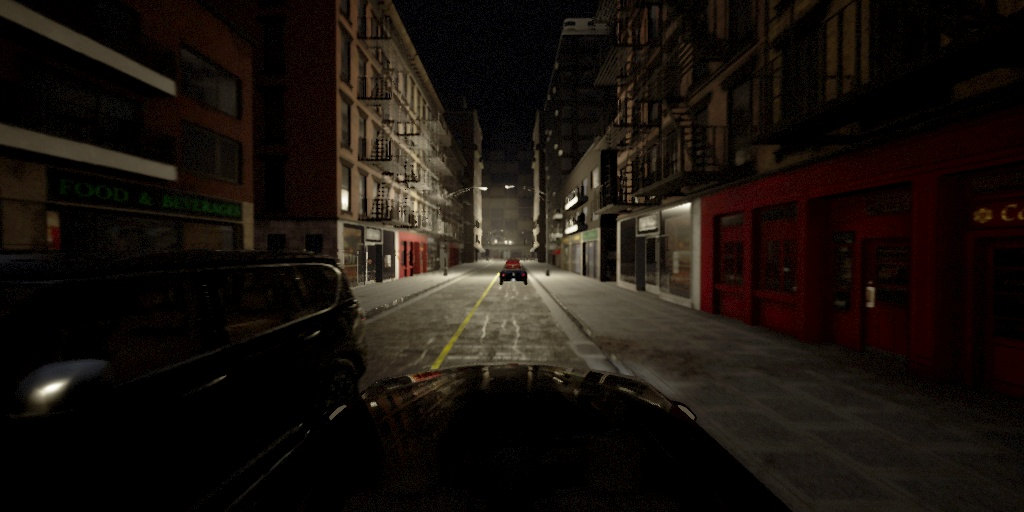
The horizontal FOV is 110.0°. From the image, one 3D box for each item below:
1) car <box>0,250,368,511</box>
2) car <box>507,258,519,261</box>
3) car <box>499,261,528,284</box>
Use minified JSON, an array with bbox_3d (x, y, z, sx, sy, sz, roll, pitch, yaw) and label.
[{"bbox_3d":[-2.848,0.969,2.221,2.150,2.045,5.566,0,0,0],"label":"car"},{"bbox_3d":[0.108,1.011,44.168,1.882,1.535,5.008,0,0,0],"label":"car"},{"bbox_3d":[0.103,1.239,25.373,1.895,1.301,4.718,0,0,0],"label":"car"}]
